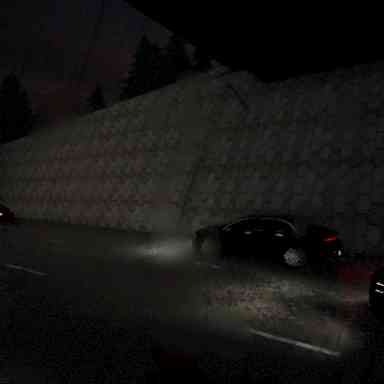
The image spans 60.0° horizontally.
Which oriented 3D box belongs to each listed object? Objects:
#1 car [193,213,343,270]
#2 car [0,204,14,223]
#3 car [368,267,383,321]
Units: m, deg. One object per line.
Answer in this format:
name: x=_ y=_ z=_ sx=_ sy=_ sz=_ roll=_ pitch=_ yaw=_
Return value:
car: x=2.279 y=1.475 z=10.971 sx=4.892 sy=1.490 sz=1.837 roll=1 pitch=0 yaw=36
car: x=-13.909 y=1.389 z=22.558 sx=4.181 sy=1.385 sz=1.994 roll=1 pitch=0 yaw=36
car: x=5.238 y=1.492 z=4.551 sx=5.008 sy=1.535 sz=1.882 roll=0 pitch=0 yaw=36
